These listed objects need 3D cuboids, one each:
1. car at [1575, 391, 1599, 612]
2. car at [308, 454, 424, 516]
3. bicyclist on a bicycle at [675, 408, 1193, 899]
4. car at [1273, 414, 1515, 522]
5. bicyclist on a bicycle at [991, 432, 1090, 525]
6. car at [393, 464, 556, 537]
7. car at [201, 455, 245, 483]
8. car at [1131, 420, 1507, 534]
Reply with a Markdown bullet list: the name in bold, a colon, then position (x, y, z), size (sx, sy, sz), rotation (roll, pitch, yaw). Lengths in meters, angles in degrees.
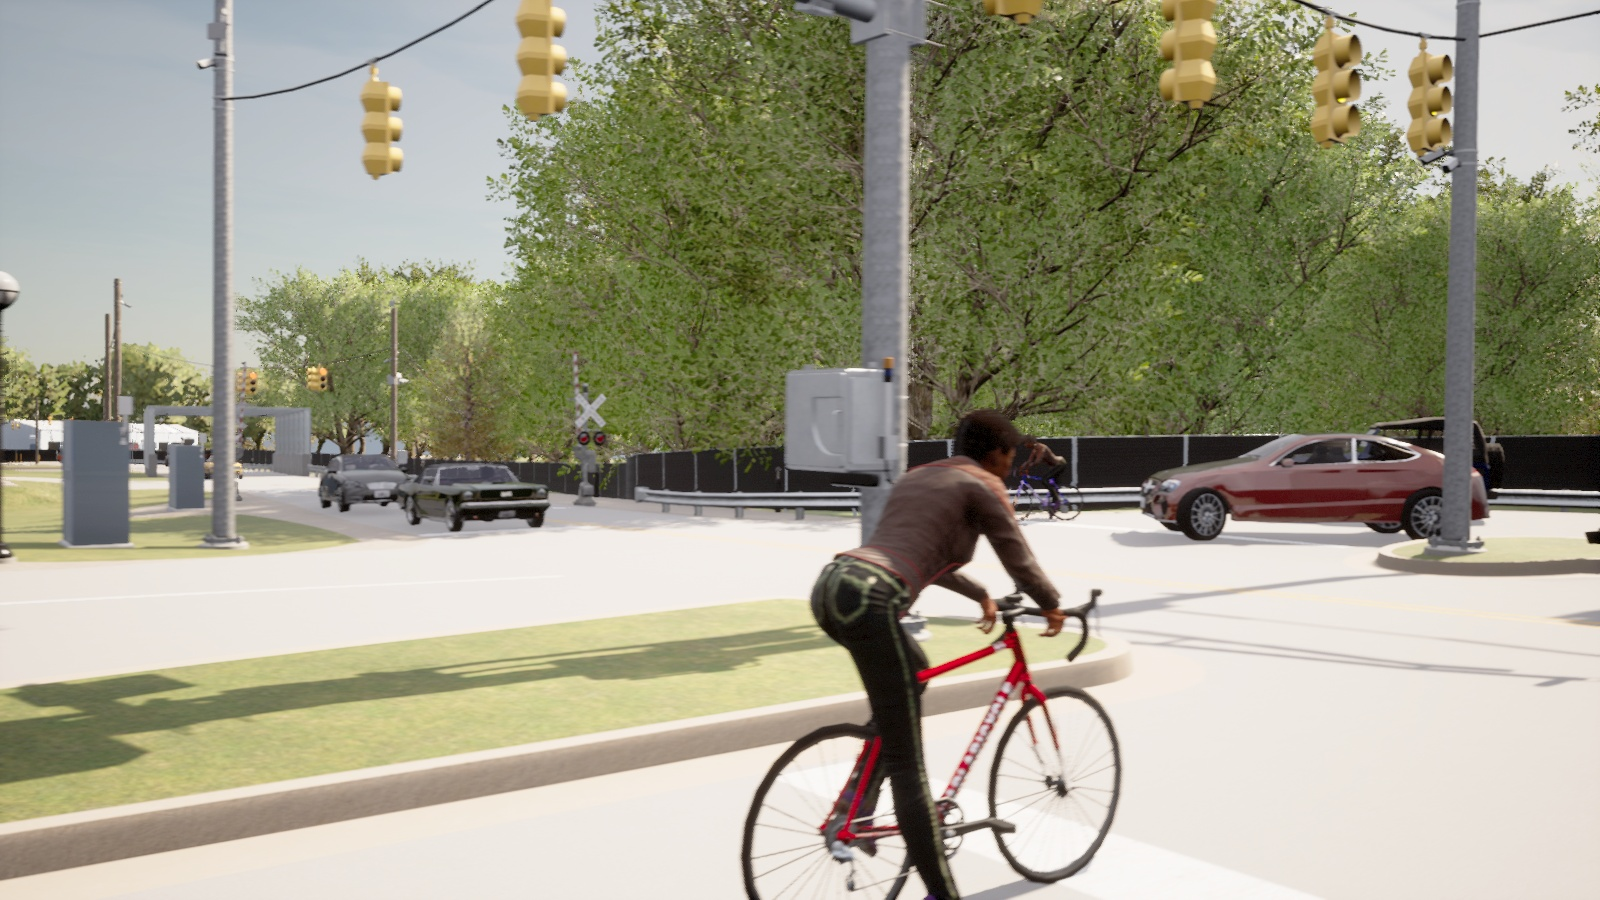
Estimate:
- **car**: position (8.595, 0.415, 9.810), size (1.905, 1.878, 3.866), rotation (0, 0, -35)
- **car**: position (-11.931, 0.893, 34.299), size (2.128, 1.511, 4.902), rotation (-1, 0, -29)
- **bicyclist on a bicycle**: position (0.477, 0.692, 3.998), size (1.656, 1.620, 0.582), rotation (-1, 0, -36)
- **car**: position (10.841, 0.292, 23.237), size (3.866, 1.878, 1.905), rotation (0, 1, 19)
- **bicyclist on a bicycle**: position (4.438, 0.516, 23.219), size (1.656, 1.620, 0.582), rotation (-2, 1, -3)
- **car**: position (-6.768, 0.962, 25.751), size (1.895, 1.301, 4.718), rotation (-1, 0, -32)
- **car**: position (-33.967, 1.071, 73.826), size (1.801, 1.575, 5.366), rotation (-1, 0, -30)
- **car**: position (7.912, 0.368, 19.645), size (5.027, 1.651, 2.152), rotation (0, 1, 6)
